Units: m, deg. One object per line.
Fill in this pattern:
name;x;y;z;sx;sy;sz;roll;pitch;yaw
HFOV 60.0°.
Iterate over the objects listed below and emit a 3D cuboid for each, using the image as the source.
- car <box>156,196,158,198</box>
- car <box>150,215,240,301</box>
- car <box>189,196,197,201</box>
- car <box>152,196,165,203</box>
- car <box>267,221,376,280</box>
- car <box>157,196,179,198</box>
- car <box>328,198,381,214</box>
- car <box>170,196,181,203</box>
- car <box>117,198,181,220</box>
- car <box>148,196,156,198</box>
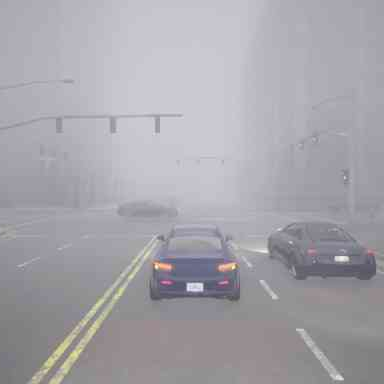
car;-6.972;1.505;58.140;1.837;1.490;4.892;0;0;0
car;0.075;1.526;8.213;1.812;1.442;4.674;0;0;1
car;0.155;1.553;82.288;1.994;1.385;4.181;0;0;0
car;-6.875;1.547;68.588;2.033;1.411;5.357;0;0;0
car;3.590;1.564;9.950;1.994;1.385;4.181;0;0;0
car;-3.502;1.492;49.614;2.128;1.511;4.902;0;0;0
car;16.770;1.422;34.460;5.008;1.535;1.882;0;0;0
car;-3.370;1.564;69.208;1.994;1.385;4.181;0;0;0
car;-3.607;1.462;27.080;4.902;1.511;2.128;0;0;-1
car;-7.007;1.547;48.407;2.033;1.411;5.357;0;0;0
